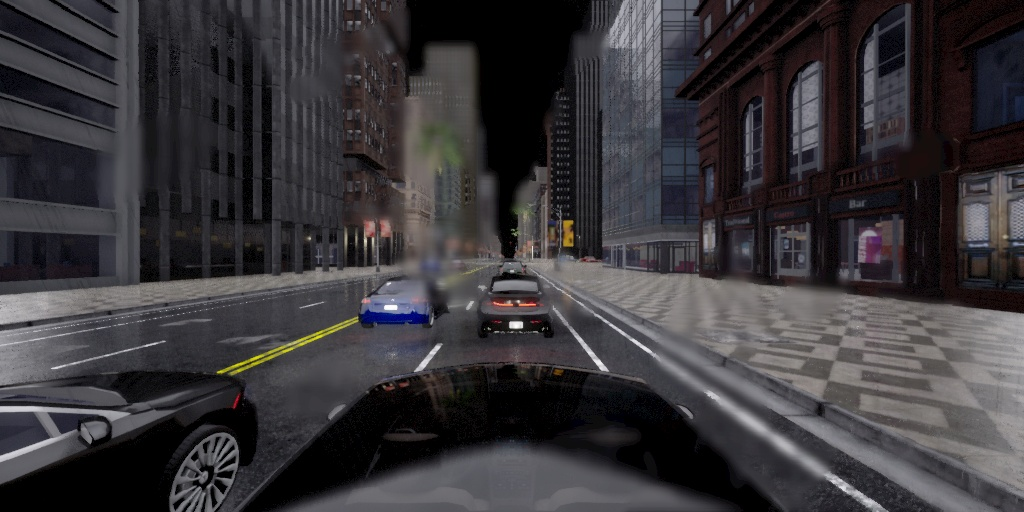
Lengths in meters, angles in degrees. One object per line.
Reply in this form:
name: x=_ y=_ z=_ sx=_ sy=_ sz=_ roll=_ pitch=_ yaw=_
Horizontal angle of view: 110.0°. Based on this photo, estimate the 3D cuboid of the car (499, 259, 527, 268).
car: x=0.058 y=1.102 z=27.674 sx=2.097 sy=1.767 sz=4.553 roll=0 pitch=0 yaw=1

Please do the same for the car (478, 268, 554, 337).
car: x=0.091 y=1.255 z=10.223 sx=1.837 sy=1.490 sz=4.892 roll=0 pitch=0 yaw=0

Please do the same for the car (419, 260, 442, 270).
car: x=-9.894 y=1.230 z=43.709 sx=1.882 sy=1.535 sz=5.008 roll=0 pitch=0 yaw=0

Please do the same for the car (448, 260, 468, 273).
car: x=-6.644 y=1.278 z=44.240 sx=1.812 sy=1.442 sz=4.674 roll=0 pitch=0 yaw=0

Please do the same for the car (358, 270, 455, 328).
car: x=-3.160 y=1.313 z=11.348 sx=1.994 sy=1.385 sz=4.181 roll=0 pitch=0 yaw=0

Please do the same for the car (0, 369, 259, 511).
car: x=-3.147 y=1.241 z=1.179 sx=2.128 sy=1.511 sz=4.902 roll=0 pitch=0 yaw=0
